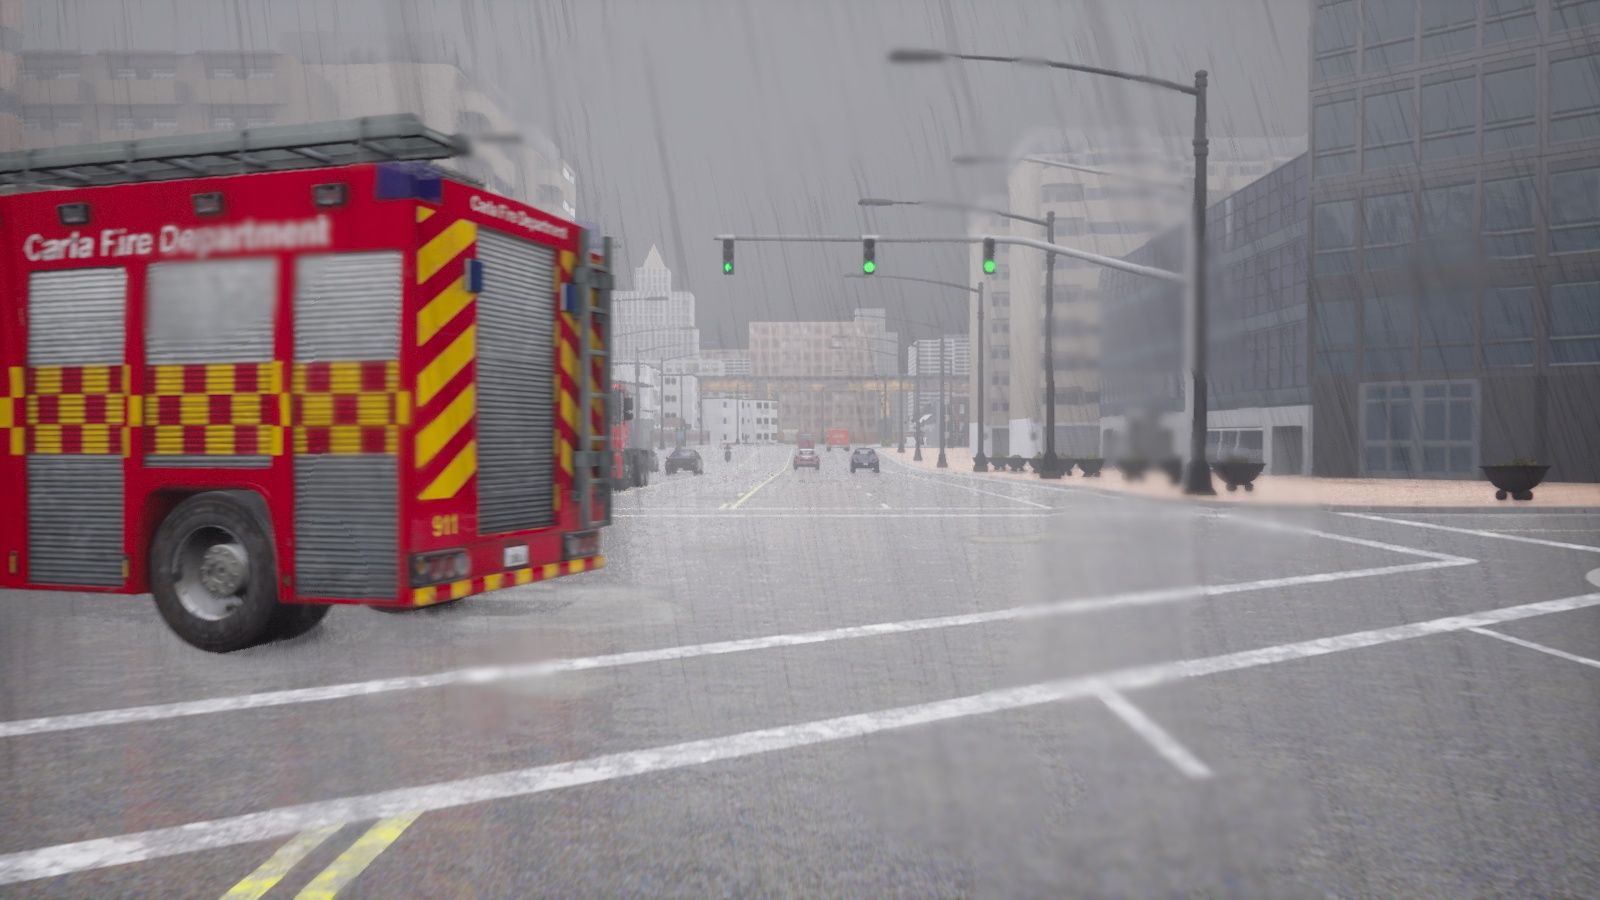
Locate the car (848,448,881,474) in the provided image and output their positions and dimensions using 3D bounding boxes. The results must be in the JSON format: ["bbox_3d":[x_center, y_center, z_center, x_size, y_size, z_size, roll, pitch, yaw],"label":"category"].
[{"bbox_3d":[3.911,0.662,76.480,1.845,1.501,3.633,0,0,0],"label":"car"}]

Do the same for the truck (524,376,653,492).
[{"bbox_3d":[-6.770,-0.472,41.435,2.891,3.462,7.936,0,0,0],"label":"truck"}]

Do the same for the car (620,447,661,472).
[{"bbox_3d":[-10.073,0.594,79.689,2.007,1.525,4.514,0,0,0],"label":"car"}]

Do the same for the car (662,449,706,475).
[{"bbox_3d":[-6.613,0.669,72.071,2.033,1.411,5.357,0,0,0],"label":"car"}]

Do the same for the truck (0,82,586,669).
[{"bbox_3d":[-6.342,-0.503,10.816,8.468,3.827,2.891,0,0,17],"label":"truck"}]

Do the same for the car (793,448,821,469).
[{"bbox_3d":[0.484,0.624,90.677,1.970,1.475,3.806,0,0,0],"label":"car"}]
